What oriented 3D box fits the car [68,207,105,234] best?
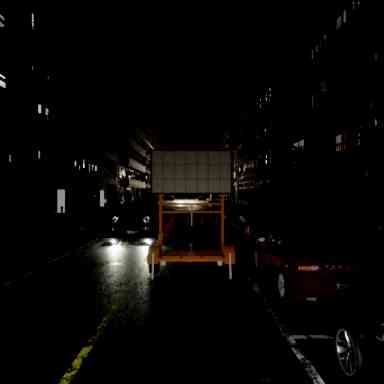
[{"bbox_3d":[-5.715,1.565,19.404,1.947,1.339,4.313,0,0,0],"label":"car"}]

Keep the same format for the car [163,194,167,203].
[{"bbox_3d":[-5.761,1.303,53.224,2.192,1.841,5.009,0,0,0],"label":"car"}]

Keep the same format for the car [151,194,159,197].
[{"bbox_3d":[-5.755,1.431,47.588,1.967,1.590,4.097,0,0,0],"label":"car"}]

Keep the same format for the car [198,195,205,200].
[{"bbox_3d":[2.563,1.513,92.686,1.887,1.381,4.507,0,0,0],"label":"car"}]

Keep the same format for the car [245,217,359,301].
[{"bbox_3d":[2.682,1.545,8.140,1.887,1.381,4.507,0,0,0],"label":"car"}]

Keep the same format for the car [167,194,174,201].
[{"bbox_3d":[-5.801,1.290,81.406,2.192,1.841,5.009,0,0,0],"label":"car"}]

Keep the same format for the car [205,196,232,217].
[{"bbox_3d":[2.651,1.311,30.686,2.192,1.841,5.009,0,0,0],"label":"car"}]

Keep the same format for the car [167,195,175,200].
[{"bbox_3d":[-5.818,1.513,92.679,1.887,1.381,4.507,0,0,0],"label":"car"}]

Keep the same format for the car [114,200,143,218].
[{"bbox_3d":[-5.731,1.522,30.507,1.752,1.417,4.829,0,0,0],"label":"car"}]

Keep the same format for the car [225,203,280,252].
[{"bbox_3d":[2.674,1.440,13.777,1.967,1.590,4.097,0,0,0],"label":"car"}]

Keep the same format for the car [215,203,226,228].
[{"bbox_3d":[2.666,1.550,19.413,2.008,1.369,4.403,0,0,0],"label":"car"}]

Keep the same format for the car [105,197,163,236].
[{"bbox_3d":[-3.024,1.351,18.290,2.097,1.767,4.553,0,0,0],"label":"car"}]

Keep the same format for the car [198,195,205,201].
[{"bbox_3d":[2.578,1.500,81.584,1.752,1.417,4.829,0,0,0],"label":"car"}]

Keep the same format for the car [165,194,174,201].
[{"bbox_3d":[-5.810,1.412,87.041,1.967,1.590,4.097,0,0,0],"label":"car"}]

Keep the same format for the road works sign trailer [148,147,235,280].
[{"bbox_3d":[-0.013,0.464,9.906,2.380,3.560,2.880,0,0,0],"label":"road works sign trailer"}]

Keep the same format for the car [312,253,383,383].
[{"bbox_3d":[2.689,1.566,2.504,1.947,1.339,4.313,0,0,0],"label":"car"}]
